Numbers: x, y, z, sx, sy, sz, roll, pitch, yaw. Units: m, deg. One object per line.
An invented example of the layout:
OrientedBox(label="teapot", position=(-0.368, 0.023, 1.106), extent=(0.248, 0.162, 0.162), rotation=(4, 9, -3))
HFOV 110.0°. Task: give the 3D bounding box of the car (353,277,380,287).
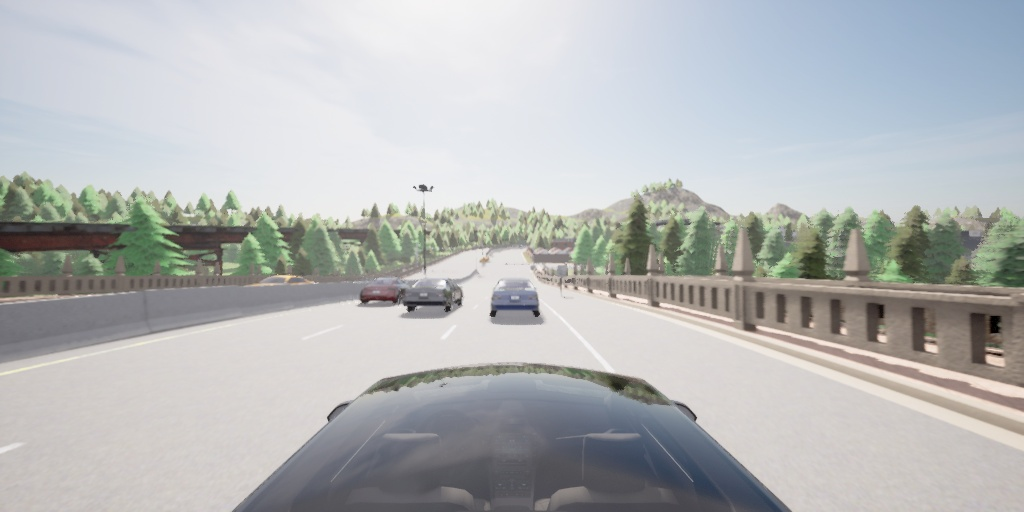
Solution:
OrientedBox(label="car", position=(-20.988, 3.736, 51.882), extent=(1.895, 1.301, 4.718), rotation=(0, -3, 0))

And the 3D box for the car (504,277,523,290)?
OrientedBox(label="car", position=(0.108, 3.017, 39.744), extent=(1.994, 1.385, 4.181), rotation=(0, -3, 0))

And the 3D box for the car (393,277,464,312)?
OrientedBox(label="car", position=(-3.397, 1.682, 16.299), extent=(2.033, 1.411, 5.357), rotation=(0, -3, 0))

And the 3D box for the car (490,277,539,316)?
OrientedBox(label="car", position=(0.103, 1.602, 14.774), extent=(2.033, 1.411, 5.357), rotation=(0, -3, 0))

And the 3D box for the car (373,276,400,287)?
OrientedBox(label="car", position=(-17.494, 3.536, 50.255), extent=(2.128, 1.511, 4.902), rotation=(0, -3, 0))

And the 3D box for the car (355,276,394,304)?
OrientedBox(label="car", position=(-6.896, 1.921, 20.243), extent=(1.994, 1.385, 4.181), rotation=(0, -3, 0))

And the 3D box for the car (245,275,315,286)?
OrientedBox(label="car", position=(-14.085, 1.931, 21.908), extent=(1.882, 1.535, 5.008), rotation=(0, -3, 0))
